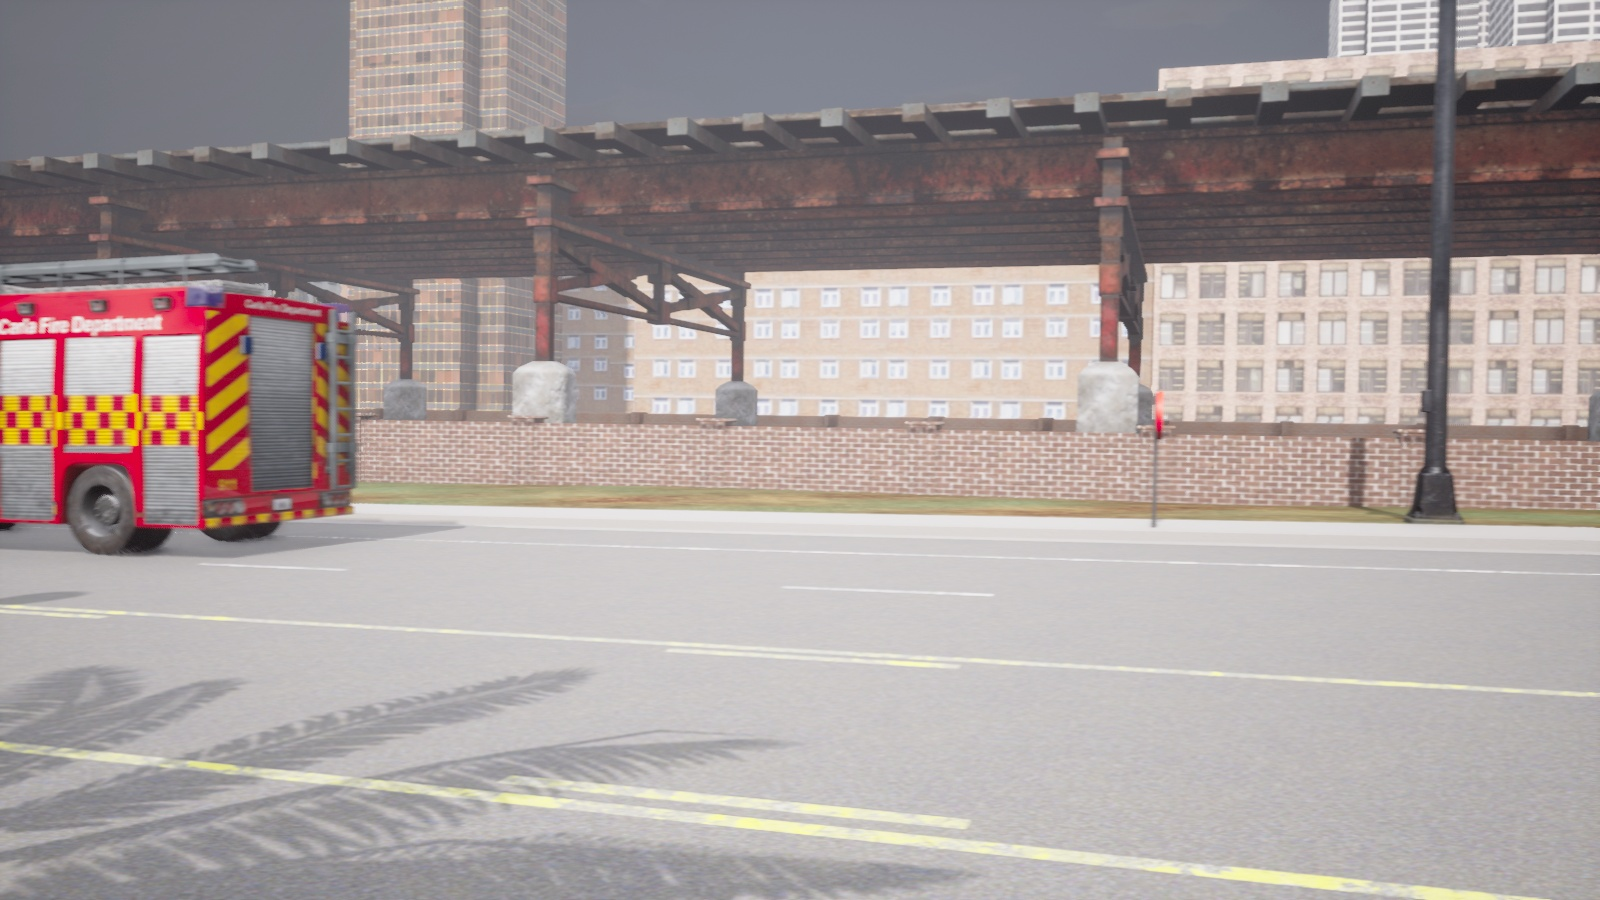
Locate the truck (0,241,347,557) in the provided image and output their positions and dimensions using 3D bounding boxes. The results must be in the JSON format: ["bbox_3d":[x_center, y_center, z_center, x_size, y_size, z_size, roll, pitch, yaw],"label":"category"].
[{"bbox_3d":[-10.949,-0.689,17.934,8.468,3.827,2.891,1,1,19],"label":"truck"}]
